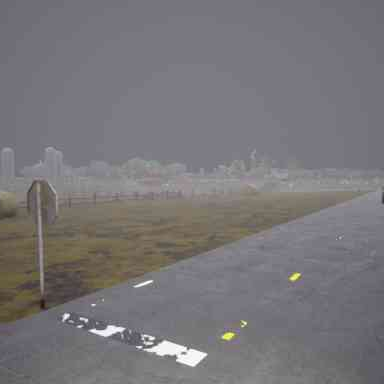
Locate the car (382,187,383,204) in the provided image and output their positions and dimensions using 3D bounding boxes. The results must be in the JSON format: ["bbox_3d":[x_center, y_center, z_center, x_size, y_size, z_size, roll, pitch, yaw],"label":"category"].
[{"bbox_3d":[20.057,0.068,32.763,2.150,2.045,5.566,0,2,33],"label":"car"}]
